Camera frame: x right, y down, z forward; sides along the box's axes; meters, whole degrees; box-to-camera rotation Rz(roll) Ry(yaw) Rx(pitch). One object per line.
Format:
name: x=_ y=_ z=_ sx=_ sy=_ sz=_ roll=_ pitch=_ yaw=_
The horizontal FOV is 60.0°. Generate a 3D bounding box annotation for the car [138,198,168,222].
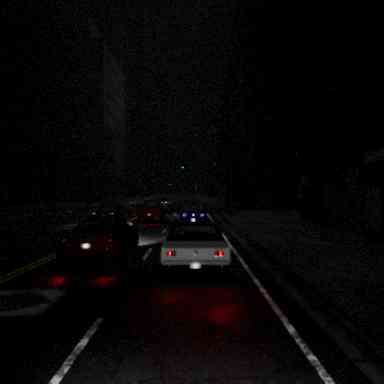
car: x=-3.135 y=1.501 z=26.762 sx=1.882 sy=1.535 sz=5.008 roll=0 pitch=0 yaw=0

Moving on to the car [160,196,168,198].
car: x=-6.502 y=1.613 z=77.442 sx=2.033 sy=1.411 sz=5.357 roll=0 pitch=0 yaw=0

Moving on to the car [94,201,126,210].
car: x=-6.530 y=1.531 z=26.674 sx=1.837 sy=1.490 sz=4.892 roll=0 pitch=-1 yaw=1

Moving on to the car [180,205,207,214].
car: x=0.100 y=1.623 z=25.108 sx=1.895 sy=1.301 sz=4.718 roll=0 pitch=0 yaw=0

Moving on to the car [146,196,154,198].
car: x=-9.751 y=1.597 z=77.442 sx=1.812 sy=1.442 sz=4.674 roll=0 pitch=0 yaw=0

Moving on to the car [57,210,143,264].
car: x=-3.150 y=1.573 z=11.882 sx=1.994 sy=1.385 sz=4.181 roll=0 pitch=0 yaw=0

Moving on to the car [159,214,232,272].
car: x=0.101 y=1.609 z=10.753 sx=1.895 sy=1.301 sz=4.718 roll=0 pitch=0 yaw=0
